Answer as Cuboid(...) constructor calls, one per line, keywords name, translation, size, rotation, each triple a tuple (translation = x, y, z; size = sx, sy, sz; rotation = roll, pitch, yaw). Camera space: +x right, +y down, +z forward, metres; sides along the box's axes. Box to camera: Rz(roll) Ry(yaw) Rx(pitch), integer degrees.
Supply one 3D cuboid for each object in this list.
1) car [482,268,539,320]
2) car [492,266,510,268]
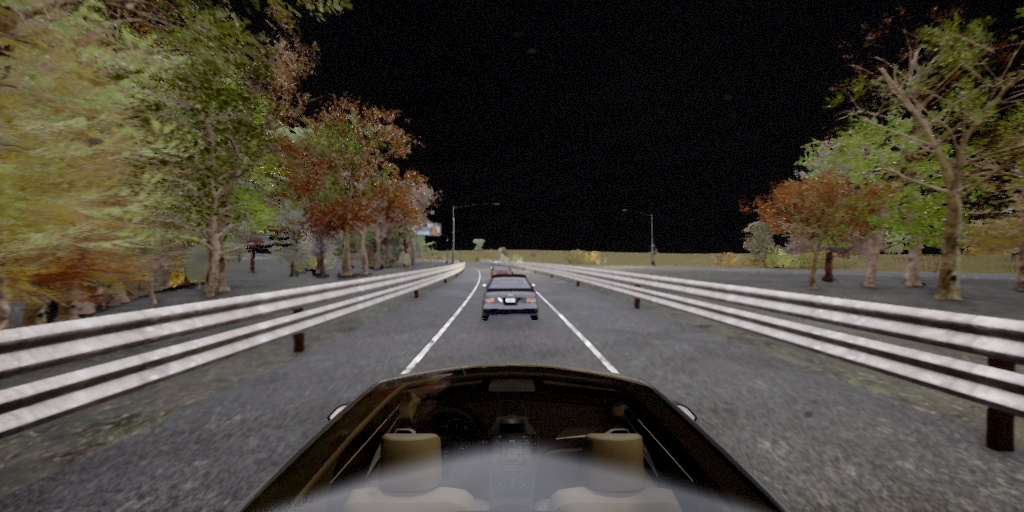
Cuboid(name="car", translation=(-0.103, 1.349, 12.950), size=(2.033, 1.411, 5.357), rotation=(0, 0, -1))
Cuboid(name="car", translation=(-0.973, 1.494, 31.261), size=(1.895, 1.301, 4.718), rotation=(0, 0, -4))
